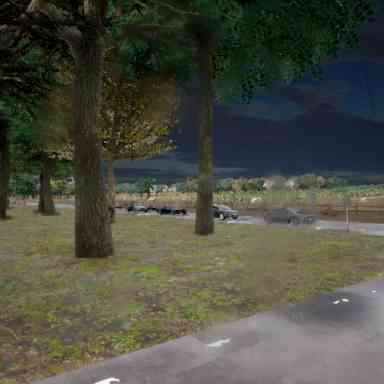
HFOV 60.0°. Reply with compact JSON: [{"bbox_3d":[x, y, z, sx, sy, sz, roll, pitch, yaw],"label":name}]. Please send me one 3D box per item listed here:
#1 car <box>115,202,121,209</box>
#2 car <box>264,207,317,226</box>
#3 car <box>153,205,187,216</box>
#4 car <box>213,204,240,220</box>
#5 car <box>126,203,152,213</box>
[{"bbox_3d":[-15.344,2.643,64.643,1.994,1.385,4.181,-1,0,-35],"label":"car"},{"bbox_3d":[7.766,1.913,26.658,1.994,1.385,4.181,-1,0,-35],"label":"car"},{"bbox_3d":[-2.551,2.276,41.338,1.895,1.301,4.718,-1,0,-35],"label":"car"},{"bbox_3d":[2.738,2.015,33.805,1.837,1.490,4.892,-1,0,-35],"label":"car"},{"bbox_3d":[-8.221,2.411,49.461,1.994,1.385,4.181,-1,0,-35],"label":"car"}]
